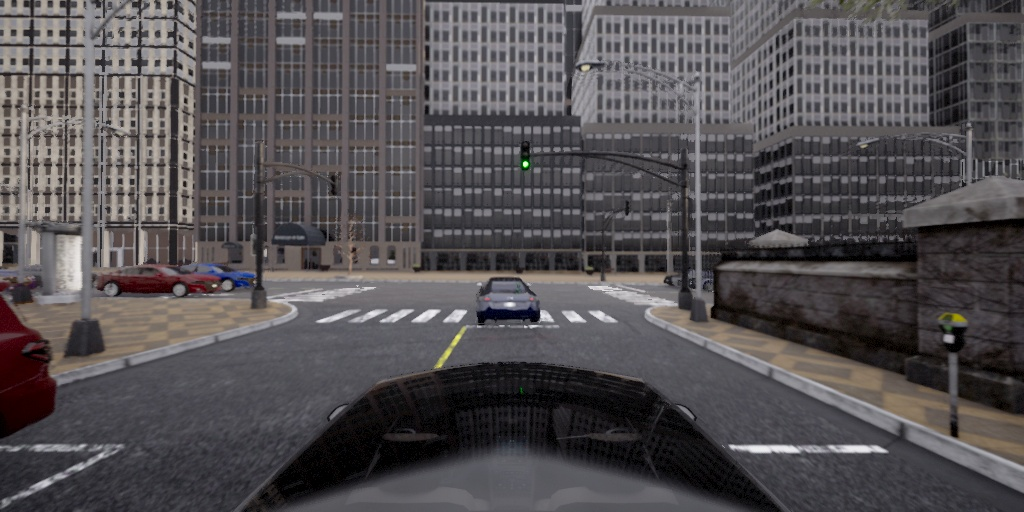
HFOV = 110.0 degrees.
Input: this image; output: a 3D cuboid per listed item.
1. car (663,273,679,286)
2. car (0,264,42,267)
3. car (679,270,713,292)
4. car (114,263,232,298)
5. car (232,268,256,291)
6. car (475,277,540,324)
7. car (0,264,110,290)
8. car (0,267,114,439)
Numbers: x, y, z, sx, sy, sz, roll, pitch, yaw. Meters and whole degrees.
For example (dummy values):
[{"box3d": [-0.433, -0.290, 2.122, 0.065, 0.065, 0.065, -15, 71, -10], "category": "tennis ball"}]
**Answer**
[{"box3d": [14.130, 1.756, 28.084, 4.181, 1.385, 1.994, 1, -1, -1], "category": "car"}, {"box3d": [-26.413, 0.922, 17.398, 4.553, 1.767, 2.097, 1, -1, -1], "category": "car"}, {"box3d": [14.335, 1.722, 24.835, 4.181, 1.385, 1.994, 1, -1, -1], "category": "car"}, {"box3d": [-17.134, 1.164, 17.568, 5.008, 1.535, 1.882, 1, -1, -2], "category": "car"}, {"box3d": [-17.403, 1.198, 20.833, 5.008, 1.535, 1.882, 1, -1, 0], "category": "car"}, {"box3d": [-0.269, 1.414, 12.487, 1.994, 1.385, 4.181, 1, -1, -6], "category": "car"}, {"box3d": [-26.384, 1.171, 20.642, 4.181, 1.385, 1.994, 1, -1, -1], "category": "car"}, {"box3d": [-5.387, 1.061, 1.333, 2.192, 1.841, 5.009, 0, 0, 0], "category": "car"}]
